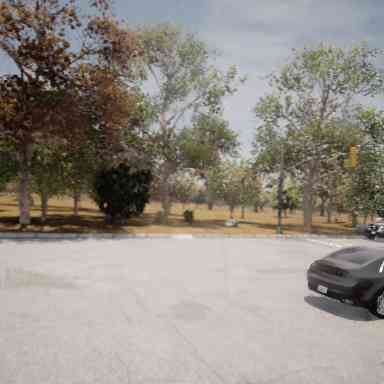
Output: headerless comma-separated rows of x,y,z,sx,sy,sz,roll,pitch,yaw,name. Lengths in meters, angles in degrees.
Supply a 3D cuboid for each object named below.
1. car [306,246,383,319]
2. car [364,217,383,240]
5.386,2.278,9.000,4.892,1.490,1.837,5,-1,-23,car
16.531,2.968,26.848,5.566,2.045,2.150,4,0,-25,car
